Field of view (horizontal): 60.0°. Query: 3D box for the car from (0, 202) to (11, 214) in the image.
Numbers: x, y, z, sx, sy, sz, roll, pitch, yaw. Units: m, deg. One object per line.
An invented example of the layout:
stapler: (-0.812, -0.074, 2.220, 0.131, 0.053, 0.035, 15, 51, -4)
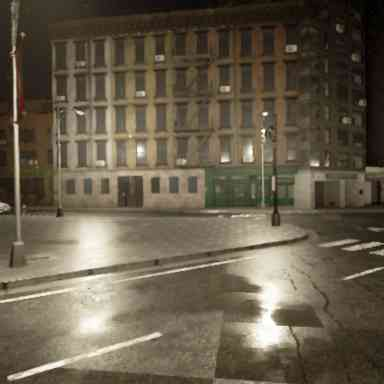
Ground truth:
car: (-16.581, 1.053, 25.940, 4.674, 1.442, 1.812, 0, 1, 8)
